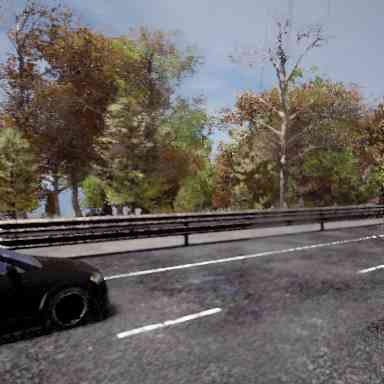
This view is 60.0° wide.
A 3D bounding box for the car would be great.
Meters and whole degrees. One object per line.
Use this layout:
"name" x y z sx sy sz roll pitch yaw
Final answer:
"car" -3.568 1.567 5.513 4.181 1.385 1.994 0 0 -35
